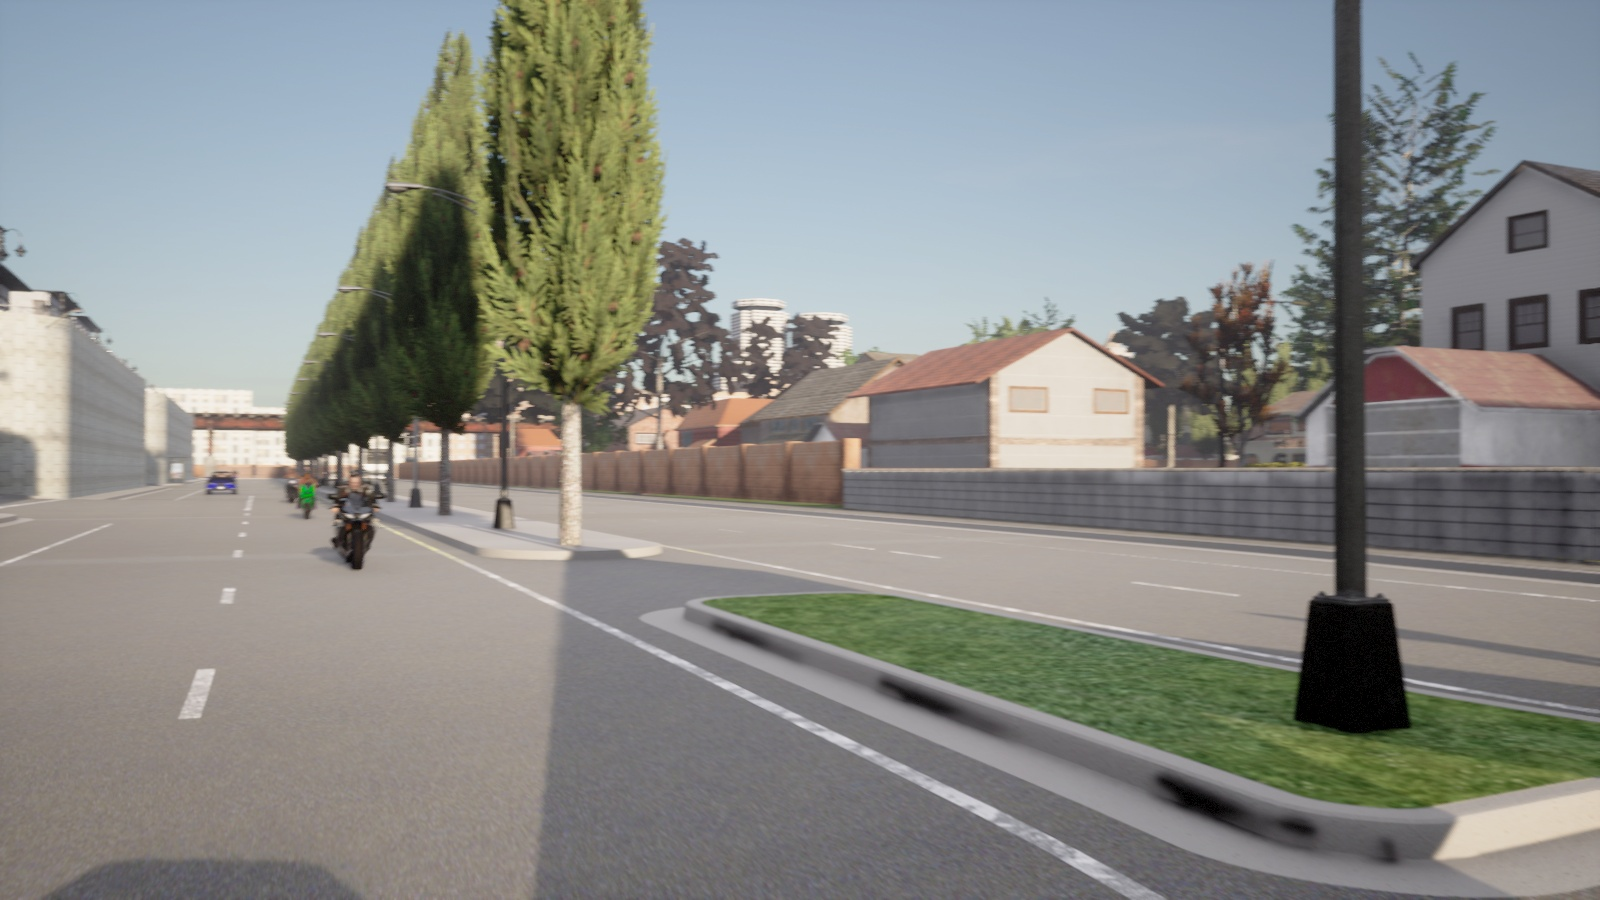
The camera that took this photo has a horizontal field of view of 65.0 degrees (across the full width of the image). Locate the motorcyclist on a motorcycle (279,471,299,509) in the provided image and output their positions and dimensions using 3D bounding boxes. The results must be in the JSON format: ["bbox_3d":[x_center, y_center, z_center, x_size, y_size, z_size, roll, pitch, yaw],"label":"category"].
[{"bbox_3d":[-23.375,1.816,57.393,0.766,1.649,2.350,2,-1,-23],"label":"motorcyclist on a motorcycle"}]

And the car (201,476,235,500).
[{"bbox_3d":[-36.571,2.359,78.967,1.816,1.474,4.193,0,-1,-23],"label":"car"}]

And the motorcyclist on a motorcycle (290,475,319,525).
[{"bbox_3d":[-15.572,1.543,39.435,0.797,1.523,2.044,0,-1,-23],"label":"motorcyclist on a motorcycle"}]

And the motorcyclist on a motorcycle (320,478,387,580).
[{"bbox_3d":[-7.204,1.226,20.182,0.866,1.530,2.191,0,-1,-23],"label":"motorcyclist on a motorcycle"}]
